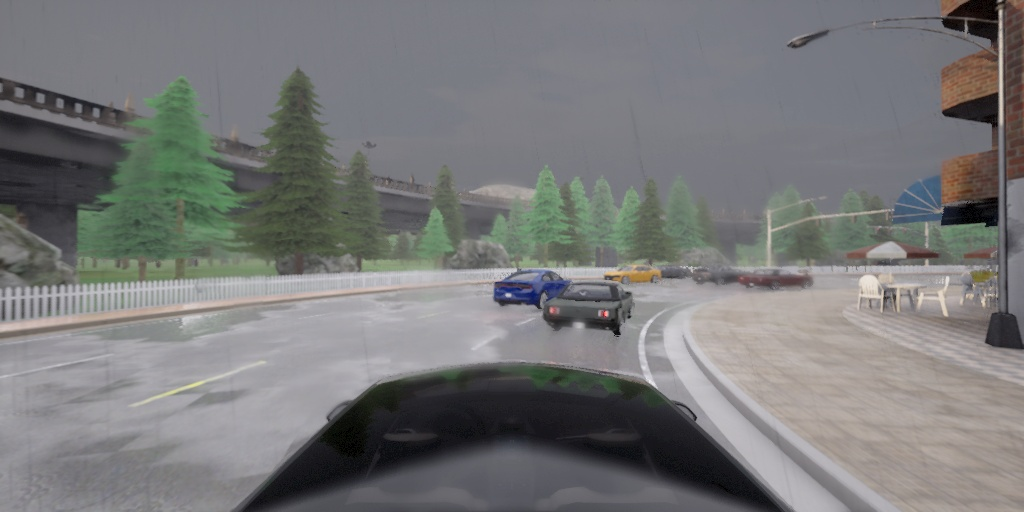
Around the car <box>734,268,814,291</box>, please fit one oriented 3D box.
[{"bbox_3d":[17.498,1.552,23.718,4.718,1.301,1.895,0,0,-19],"label":"car"}]

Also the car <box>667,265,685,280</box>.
[{"bbox_3d":[14.426,1.565,33.929,5.357,1.411,2.033,0,0,-19],"label":"car"}]

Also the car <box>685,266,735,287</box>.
[{"bbox_3d":[15.749,1.460,26.630,4.902,1.511,2.128,0,-1,-20],"label":"car"}]

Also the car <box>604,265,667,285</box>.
[{"bbox_3d":[9.367,1.439,27.884,5.008,1.535,1.882,0,-1,-27],"label":"car"}]

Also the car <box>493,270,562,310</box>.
[{"bbox_3d":[1.146,1.329,15.438,1.882,1.535,5.008,-1,-1,31],"label":"car"}]

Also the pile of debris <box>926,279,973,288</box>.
[{"bbox_3d":[34.814,2.208,28.571,1.860,0.140,1.500,0,0,-15],"label":"pile of debris"}]

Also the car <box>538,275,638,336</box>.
[{"bbox_3d":[2.531,1.423,10.793,1.895,1.301,4.718,0,0,24],"label":"car"}]
